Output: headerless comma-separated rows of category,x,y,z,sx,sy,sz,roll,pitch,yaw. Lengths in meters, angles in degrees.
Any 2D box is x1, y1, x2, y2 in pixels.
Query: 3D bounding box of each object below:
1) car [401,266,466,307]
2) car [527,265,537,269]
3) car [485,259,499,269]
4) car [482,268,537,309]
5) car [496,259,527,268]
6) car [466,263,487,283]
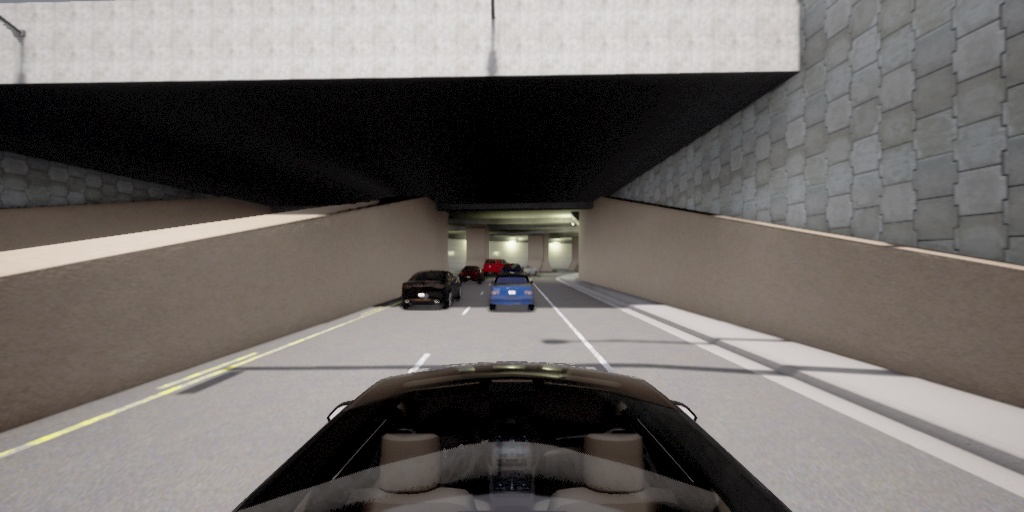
car,-3.500,1.365,16.317,1.882,1.535,5.008,0,0,0
car,1.627,1.739,43.152,1.895,1.301,4.718,0,-1,19
car,-1.728,1.365,44.180,2.150,2.045,5.566,0,0,19
car,-0.003,1.430,15.837,2.033,1.411,5.357,0,-1,0
car,0.005,1.374,30.923,2.097,1.767,4.553,0,-1,0
car,-3.480,1.552,31.225,1.812,1.442,4.674,0,0,1
